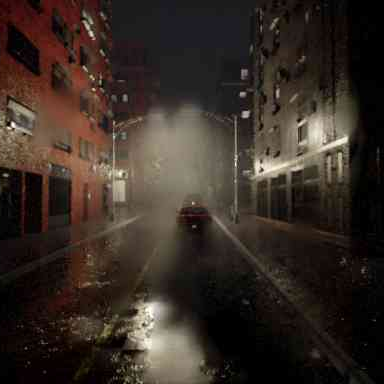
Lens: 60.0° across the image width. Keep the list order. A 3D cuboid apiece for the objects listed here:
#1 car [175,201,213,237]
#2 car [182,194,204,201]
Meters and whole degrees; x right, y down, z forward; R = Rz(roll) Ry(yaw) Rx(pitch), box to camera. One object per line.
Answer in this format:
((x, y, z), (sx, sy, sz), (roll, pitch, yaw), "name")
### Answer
((0.106, 1.490, 18.331), (1.882, 1.535, 5.008), (0, 0, 0), "car")
((0.128, 1.242, 36.444), (2.150, 2.045, 5.566), (0, 0, 0), "car")
